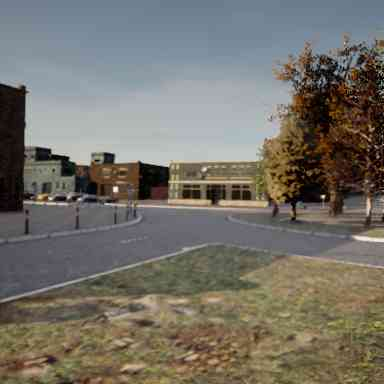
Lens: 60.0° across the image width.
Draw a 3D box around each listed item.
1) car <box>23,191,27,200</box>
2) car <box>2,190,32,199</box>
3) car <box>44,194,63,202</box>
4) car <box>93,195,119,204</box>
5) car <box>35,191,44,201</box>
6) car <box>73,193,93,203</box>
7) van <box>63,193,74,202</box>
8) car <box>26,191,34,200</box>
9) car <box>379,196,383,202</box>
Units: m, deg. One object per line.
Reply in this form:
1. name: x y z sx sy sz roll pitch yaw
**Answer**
1. car: -35.420 0.781 74.441 2.435 2.045 5.566 2 0 28
2. car: -40.446 0.642 77.094 2.435 2.045 5.566 2 0 28
3. car: -28.092 1.111 70.478 2.185 1.767 4.553 2 0 28
4. car: -16.006 1.556 63.872 2.163 1.488 4.792 1 -1 28
5. car: -30.666 1.165 71.826 2.097 1.535 5.008 2 0 28
6. car: -20.753 1.299 66.511 2.185 1.767 4.553 1 0 28
7. van: -23.378 1.137 67.764 1.878 1.987 4.442 1 0 28
8. car: -32.995 1.101 73.099 2.231 1.521 4.892 2 0 28
9. car: 44.507 1.594 76.721 1.946 1.575 5.366 1 3 39
